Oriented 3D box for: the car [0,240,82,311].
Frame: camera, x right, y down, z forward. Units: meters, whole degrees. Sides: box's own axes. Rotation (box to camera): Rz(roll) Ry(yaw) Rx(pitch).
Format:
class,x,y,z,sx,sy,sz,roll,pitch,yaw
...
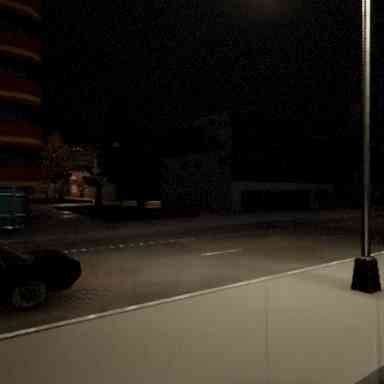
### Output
class,x,y,z,sx,sy,sz,roll,pitch,yaw
car,-4.675,1.601,6.185,4.718,1.301,1.895,0,0,-36
